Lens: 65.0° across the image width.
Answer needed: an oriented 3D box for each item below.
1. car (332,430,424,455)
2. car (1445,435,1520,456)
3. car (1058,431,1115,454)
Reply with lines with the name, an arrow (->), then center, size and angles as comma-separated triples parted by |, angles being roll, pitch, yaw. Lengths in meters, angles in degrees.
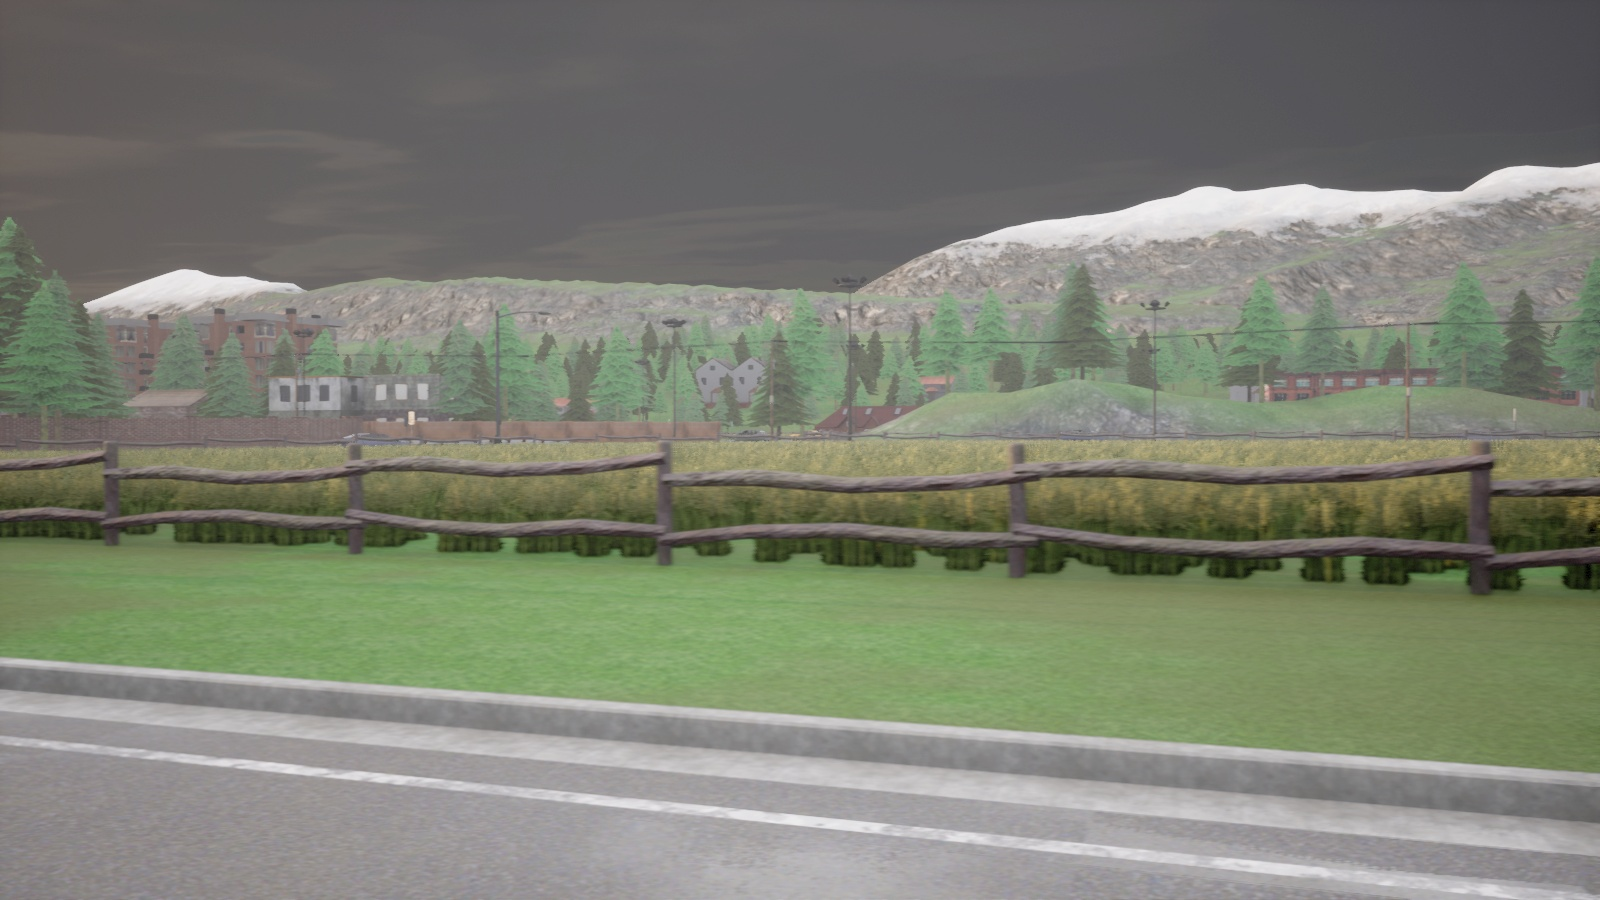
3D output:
car -> -25.184, -0.471, 75.072 | 2.163, 1.488, 4.792 | 1, 1, 44
car -> 46.567, -0.309, 85.762 | 4.181, 1.385, 1.994 | 1, 1, 18
car -> 19.903, -0.516, 87.222 | 3.705, 1.549, 1.789 | 0, 1, 18
